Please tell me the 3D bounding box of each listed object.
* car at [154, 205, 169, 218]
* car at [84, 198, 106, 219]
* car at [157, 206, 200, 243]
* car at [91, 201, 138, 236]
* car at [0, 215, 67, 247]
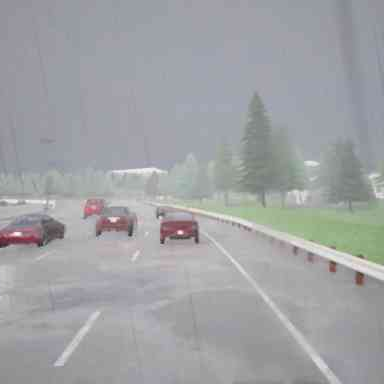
[{"bbox_3d":[-2.932,2.048,35.200,1.895,1.301,4.718,0,-1,-9],"label":"car"},{"bbox_3d":[-10.025,1.699,35.184,2.150,2.045,5.566,0,-1,-9],"label":"car"},{"bbox_3d":[-0.712,1.697,17.418,1.882,1.535,5.008,0,-1,-4],"label":"car"},{"bbox_3d":[-4.520,1.625,20.479,2.097,1.767,4.553,0,-1,-5],"label":"car"},{"bbox_3d":[-7.650,1.798,16.300,1.994,1.385,4.181,0,-1,-4],"label":"car"}]
